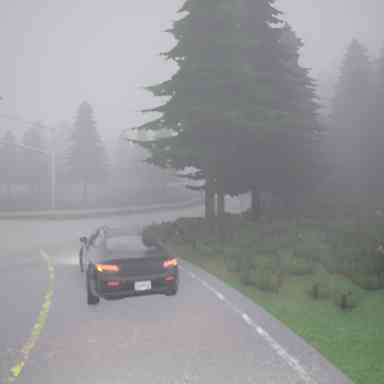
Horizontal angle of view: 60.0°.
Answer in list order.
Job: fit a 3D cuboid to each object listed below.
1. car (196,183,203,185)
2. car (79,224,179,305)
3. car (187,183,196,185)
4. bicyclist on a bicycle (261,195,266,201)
[{"bbox_3d":[2.925,-1.000,60.660,1.994,1.385,4.181,0,5,-23],"label":"car"},{"bbox_3d":[-1.691,1.514,8.138,1.812,1.442,4.674,0,0,-21],"label":"car"},{"bbox_3d":[0.064,-2.219,70.119,2.150,2.045,5.566,0,5,-1],"label":"car"},{"bbox_3d":[6.285,0.852,30.421,1.656,1.620,0.582,-13,-3,35],"label":"bicyclist on a bicycle"}]
